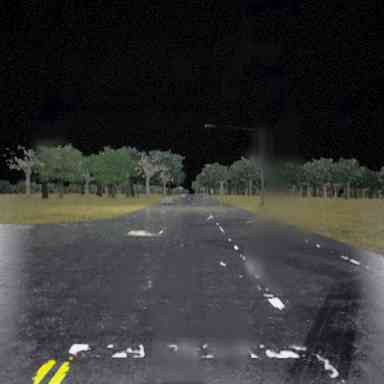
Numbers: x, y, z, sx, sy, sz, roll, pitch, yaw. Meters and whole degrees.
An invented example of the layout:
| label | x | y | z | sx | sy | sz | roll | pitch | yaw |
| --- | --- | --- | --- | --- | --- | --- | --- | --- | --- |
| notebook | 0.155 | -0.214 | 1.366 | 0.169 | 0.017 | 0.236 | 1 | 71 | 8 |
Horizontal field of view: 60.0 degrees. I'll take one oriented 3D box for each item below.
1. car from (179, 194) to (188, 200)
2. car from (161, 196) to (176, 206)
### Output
| label | x | y | z | sx | sy | sz | roll | pitch | yaw |
| --- | --- | --- | --- | --- | --- | --- | --- | --- | --- |
| car | -2.199 | 1.278 | 88.274 | 1.837 | 1.490 | 4.892 | 0 | 0 | 7 |
| car | -3.573 | 1.422 | 51.050 | 1.837 | 1.490 | 4.892 | 0 | 0 | 0 |
